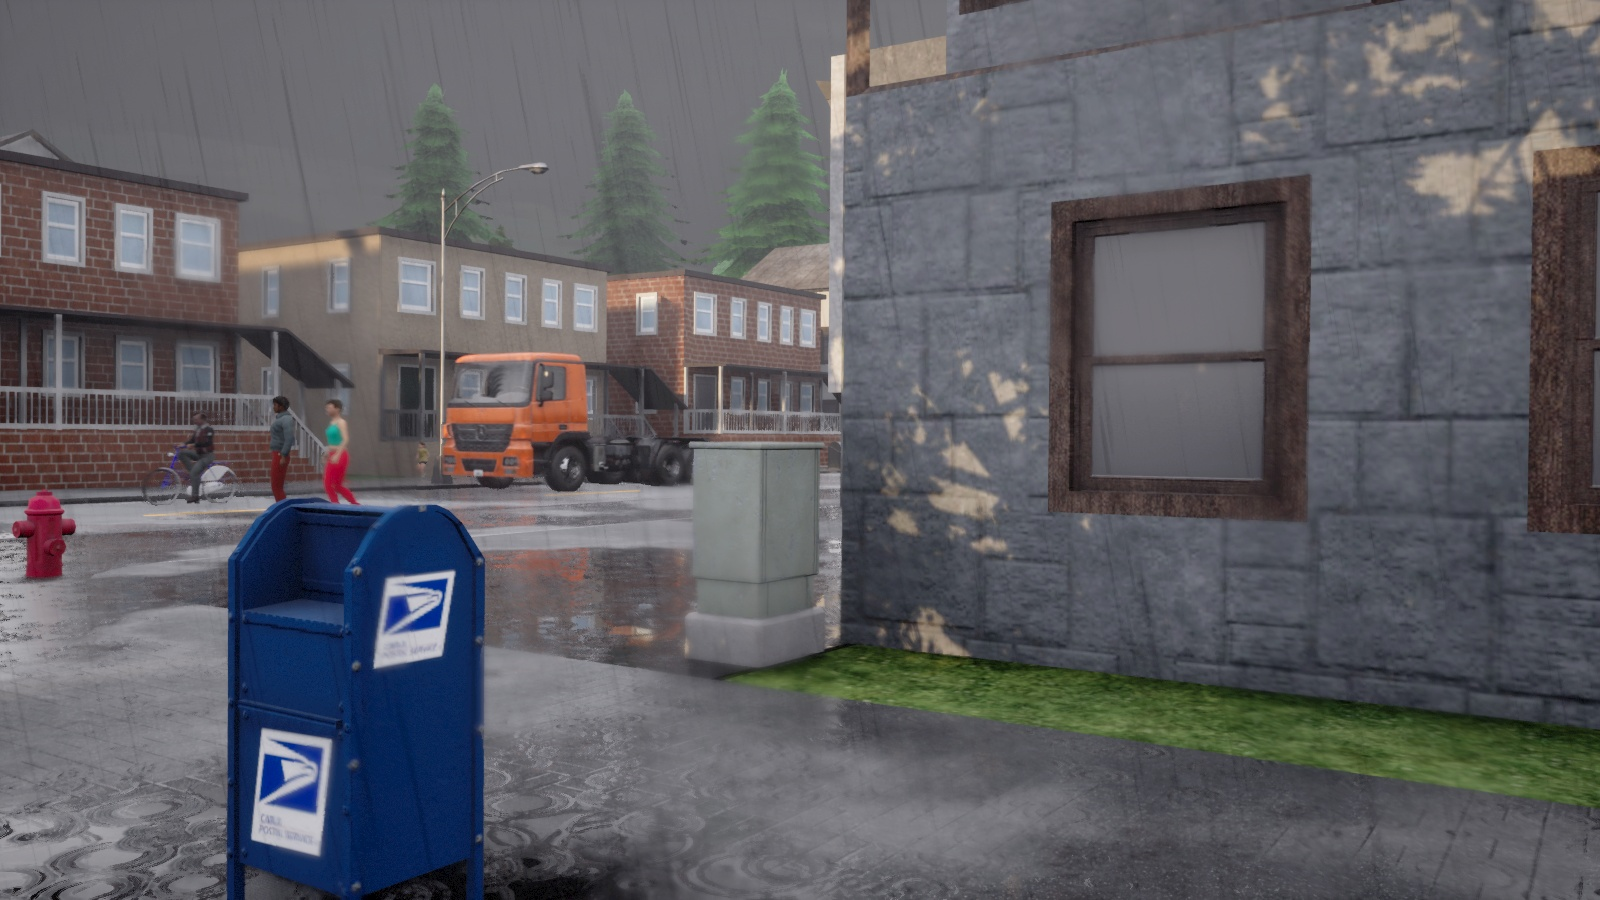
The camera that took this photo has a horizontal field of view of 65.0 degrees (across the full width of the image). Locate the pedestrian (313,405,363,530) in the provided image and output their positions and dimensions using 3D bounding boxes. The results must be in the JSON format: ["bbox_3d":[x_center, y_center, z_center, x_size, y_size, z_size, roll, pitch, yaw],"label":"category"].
[{"bbox_3d":[-6.905,0.247,18.759,0.594,1.836,0.345,-1,1,-40],"label":"pedestrian"}]

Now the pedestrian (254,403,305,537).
[{"bbox_3d":[-7.312,0.267,17.629,0.614,1.847,0.353,-1,1,-26],"label":"pedestrian"}]

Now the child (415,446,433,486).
[{"bbox_3d":[-10.410,0.441,34.726,0.255,1.110,0.394,0,1,32],"label":"child"}]

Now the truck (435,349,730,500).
[{"bbox_3d":[-5.393,-0.650,32.820,2.891,3.462,7.936,0,1,33],"label":"truck"}]

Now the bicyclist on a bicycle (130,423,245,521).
[{"bbox_3d":[-11.492,0.384,23.600,0.659,1.776,1.843,0,1,33],"label":"bicyclist on a bicycle"}]
